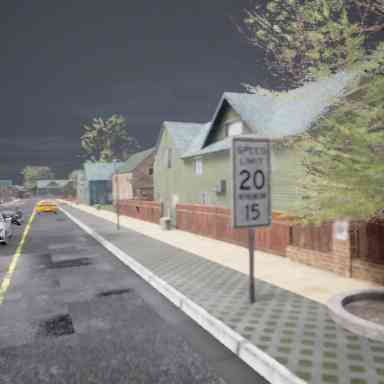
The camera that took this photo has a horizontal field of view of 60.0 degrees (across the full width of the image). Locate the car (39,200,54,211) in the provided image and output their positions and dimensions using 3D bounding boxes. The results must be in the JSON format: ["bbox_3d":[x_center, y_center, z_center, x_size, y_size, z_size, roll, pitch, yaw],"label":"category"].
[{"bbox_3d":[-20.739,1.848,47.353,1.895,1.301,4.718,-2,0,-24],"label":"car"}]

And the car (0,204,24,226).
[{"bbox_3d":[-13.834,1.711,24.990,1.837,1.490,4.892,-2,0,-24],"label":"car"}]

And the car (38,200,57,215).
[{"bbox_3d":[-16.335,1.669,37.621,1.882,1.535,5.008,-2,0,-24],"label":"car"}]

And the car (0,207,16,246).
[{"bbox_3d":[-9.674,1.680,15.786,1.812,1.442,4.674,-2,0,-25],"label":"car"}]
